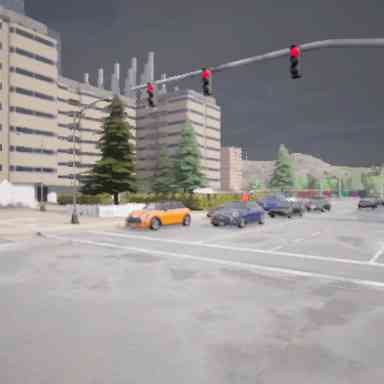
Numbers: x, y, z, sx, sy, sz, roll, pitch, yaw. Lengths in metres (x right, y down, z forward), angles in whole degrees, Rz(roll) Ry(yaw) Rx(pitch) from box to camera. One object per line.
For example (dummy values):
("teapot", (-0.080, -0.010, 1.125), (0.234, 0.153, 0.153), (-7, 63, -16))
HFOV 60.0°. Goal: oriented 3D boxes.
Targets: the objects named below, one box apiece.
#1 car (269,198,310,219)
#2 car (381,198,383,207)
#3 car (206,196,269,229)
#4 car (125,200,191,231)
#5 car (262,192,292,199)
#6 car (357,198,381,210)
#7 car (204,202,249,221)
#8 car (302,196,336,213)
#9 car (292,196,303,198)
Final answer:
("car", (8.601, 1.577, 29.938), (2.033, 1.411, 5.357), (0, 0, 36))
("car", (30.049, 1.600, 53.622), (2.033, 1.411, 5.357), (0, 0, 36))
("car", (3.096, 1.374, 22.226), (2.097, 1.767, 4.553), (0, 0, 36))
("car", (-2.084, 1.372, 21.105), (2.097, 1.767, 4.553), (0, 0, 37))
("car", (8.447, 1.256, 35.741), (2.150, 2.045, 5.566), (0, 0, 35))
("car", (23.303, 1.535, 44.169), (2.128, 1.511, 4.902), (0, 0, 35))
("car", (2.983, 1.591, 28.085), (1.994, 1.385, 4.181), (0, 0, 36))
("car", (14.647, 1.529, 38.389), (2.128, 1.511, 4.902), (0, 0, 36))
("car", (14.410, 1.568, 44.053), (1.812, 1.442, 4.674), (0, 0, 36))
